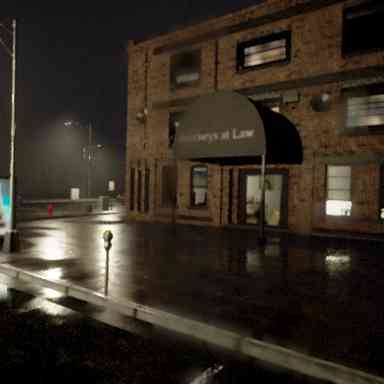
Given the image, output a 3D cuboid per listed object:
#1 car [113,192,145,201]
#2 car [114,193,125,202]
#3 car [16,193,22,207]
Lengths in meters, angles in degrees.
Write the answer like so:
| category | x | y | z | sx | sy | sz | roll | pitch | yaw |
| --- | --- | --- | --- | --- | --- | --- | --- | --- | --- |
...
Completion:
| category | x | y | z | sx | sy | sz | roll | pitch | yaw |
| --- | --- | --- | --- | --- | --- | --- | --- | --- | --- |
| car | -9.467 | 0.633 | 50.054 | 1.895 | 1.301 | 4.718 | 2 | 2 | 36 |
| car | -8.264 | 0.498 | 46.203 | 2.097 | 1.767 | 4.553 | 2 | 2 | 36 |
| car | -18.836 | 0.606 | 31.728 | 2.097 | 1.767 | 4.553 | 2 | 2 | 36 |
